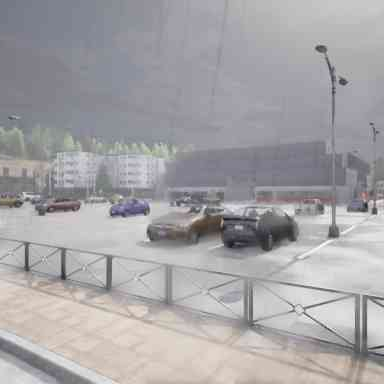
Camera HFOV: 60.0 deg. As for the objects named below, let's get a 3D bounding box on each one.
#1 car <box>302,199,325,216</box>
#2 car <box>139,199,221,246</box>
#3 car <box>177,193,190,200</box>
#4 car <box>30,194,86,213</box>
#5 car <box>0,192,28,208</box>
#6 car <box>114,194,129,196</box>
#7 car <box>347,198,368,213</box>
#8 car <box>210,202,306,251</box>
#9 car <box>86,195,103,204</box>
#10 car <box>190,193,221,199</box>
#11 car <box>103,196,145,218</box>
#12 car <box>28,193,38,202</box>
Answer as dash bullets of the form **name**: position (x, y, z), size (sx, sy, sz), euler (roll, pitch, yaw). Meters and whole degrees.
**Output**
- **car**: position (10.808, 1.384, 30.527), size (1.970, 1.475, 3.806), euler (0, 0, 34)
- **car**: position (0.213, 1.330, 15.160), size (2.152, 1.636, 5.027), euler (0, 0, 34)
- **car**: position (-0.503, 1.076, 46.828), size (1.905, 1.878, 3.866), euler (0, 0, 34)
- **car**: position (-13.534, 1.298, 33.801), size (2.007, 1.523, 4.514), euler (0, 0, 34)
- **car**: position (-23.445, 1.097, 41.380), size (1.932, 1.855, 4.605), euler (0, 0, 34)
- **car**: position (-11.093, 1.153, 54.007), size (2.152, 1.636, 5.027), euler (0, 0, 34)
- **car**: position (17.439, 1.374, 34.997), size (1.845, 1.501, 3.633), euler (0, 0, 34)
- **car**: position (2.838, 1.339, 13.443), size (2.007, 1.523, 4.514), euler (0, 0, 34)
- **car**: position (-16.586, 1.232, 57.341), size (1.970, 1.475, 3.806), euler (0, 0, 34)
- **car**: position (2.134, 1.097, 45.539), size (1.932, 1.855, 4.605), euler (0, 0, 34)
- **car**: position (-5.286, 1.319, 28.159), size (1.845, 1.501, 3.633), euler (0, 0, 34)
- **car**: position (-23.573, 1.297, 53.561), size (2.007, 1.523, 4.514), euler (0, 0, 34)
